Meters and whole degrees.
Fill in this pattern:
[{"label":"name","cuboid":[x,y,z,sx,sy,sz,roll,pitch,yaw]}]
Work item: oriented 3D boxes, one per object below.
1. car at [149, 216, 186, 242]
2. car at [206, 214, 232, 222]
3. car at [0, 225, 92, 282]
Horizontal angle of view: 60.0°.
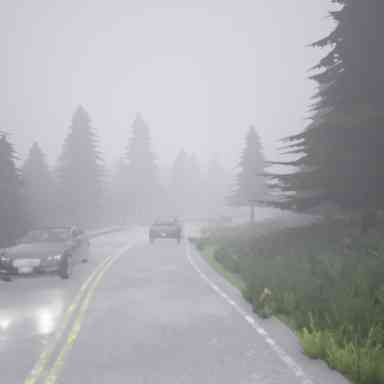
[{"label":"car","cuboid":[-1.462,2.267,20.948,2.128,1.511,4.902,0,-3,3]},{"label":"car","cuboid":[3.347,3.231,39.757,1.895,1.301,4.718,0,-2,24]},{"label":"car","cuboid":[-4.669,1.896,11.211,2.128,1.511,4.902,-1,-2,-7]}]
